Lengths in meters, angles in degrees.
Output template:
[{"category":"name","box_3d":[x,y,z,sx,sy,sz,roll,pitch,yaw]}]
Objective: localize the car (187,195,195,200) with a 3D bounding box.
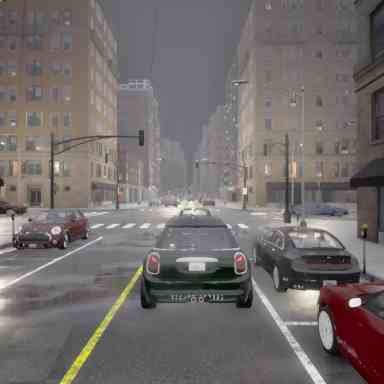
[{"category":"car","box_3d":[-0.280,1.541,90.067,1.994,1.385,4.181,0,0,0]}]

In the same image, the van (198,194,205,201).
[{"category":"van","box_3d":[2.424,1.480,85.632,1.690,1.788,3.998,0,0,0]}]

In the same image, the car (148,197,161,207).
[{"category":"car","box_3d":[-5.865,1.594,52.531,2.008,1.369,4.403,0,0,0]}]

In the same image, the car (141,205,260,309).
[{"category":"car","box_3d":[0.066,1.354,8.059,2.097,1.767,4.553,0,0,-1]}]

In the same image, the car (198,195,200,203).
[{"category":"car","box_3d":[2.621,1.621,58.095,1.947,1.339,4.313,0,0,0]}]

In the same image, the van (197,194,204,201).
[{"category":"van","box_3d":[2.384,1.502,91.138,1.690,1.788,3.998,0,0,0]}]

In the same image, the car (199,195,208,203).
[{"category":"car","box_3d":[2.502,1.540,74.617,1.967,1.590,4.097,0,0,0]}]

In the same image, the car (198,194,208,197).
[{"category":"car","box_3d":[2.580,1.594,63.773,1.752,1.417,4.829,0,0,0]}]

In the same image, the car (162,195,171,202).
[{"category":"car","box_3d":[-6.062,1.557,80.071,1.967,1.590,4.097,0,0,0]}]

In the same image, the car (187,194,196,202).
[{"category":"car","box_3d":[-0.208,1.705,80.091,1.895,1.301,4.718,0,0,0]}]

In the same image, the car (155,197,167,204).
[{"category":"car","box_3d":[-5.944,1.612,63.547,1.887,1.381,4.507,0,0,0]}]

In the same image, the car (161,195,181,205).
[{"category":"car","box_3d":[-3.085,1.588,50.206,2.033,1.411,5.357,0,0,-1]}]

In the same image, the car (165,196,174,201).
[{"category":"car","box_3d":[-6.142,1.726,91.087,1.947,1.339,4.313,0,0,0]}]

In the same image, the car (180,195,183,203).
[{"category":"car","box_3d":[-3.139,1.660,60.023,1.895,1.301,4.718,0,0,0]}]

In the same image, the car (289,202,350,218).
[{"category":"car","box_3d":[11.379,1.599,30.302,5.357,1.411,2.033,0,0,0]}]

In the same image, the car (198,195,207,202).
[{"category":"car","box_3d":[2.463,1.558,80.123,1.967,1.590,4.097,0,0,0]}]

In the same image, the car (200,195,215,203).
[{"category":"car","box_3d":[2.660,1.589,52.589,1.887,1.381,4.507,0,0,0]}]

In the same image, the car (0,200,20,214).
[{"category":"car","box_3d":[-17.605,1.403,30.207,5.008,1.535,1.882,0,0,-2]}]

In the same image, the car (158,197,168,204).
[{"category":"car","box_3d":[-5.984,1.664,69.055,1.802,1.307,4.206,0,0,0]}]

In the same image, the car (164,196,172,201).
[{"category":"car","box_3d":[-6.102,1.720,85.579,1.802,1.307,4.206,0,0,0]}]

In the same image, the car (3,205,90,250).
[{"category":"car","box_3d":[-5.818,1.445,14.169,1.967,1.590,4.097,0,0,0]}]

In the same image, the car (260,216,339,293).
[{"category":"car","box_3d":[2.694,1.553,8.662,2.008,1.369,4.403,0,0,0]}]

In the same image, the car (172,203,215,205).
[{"category":"car","box_3d":[0.133,1.497,15.361,2.128,1.511,4.902,0,0,0]}]

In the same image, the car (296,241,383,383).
[{"category":"car","box_3d":[2.682,1.545,3.170,1.887,1.381,4.507,0,0,0]}]

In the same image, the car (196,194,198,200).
[{"category":"car","box_3d":[2.542,1.398,69.110,2.192,1.841,5.009,0,0,0]}]
